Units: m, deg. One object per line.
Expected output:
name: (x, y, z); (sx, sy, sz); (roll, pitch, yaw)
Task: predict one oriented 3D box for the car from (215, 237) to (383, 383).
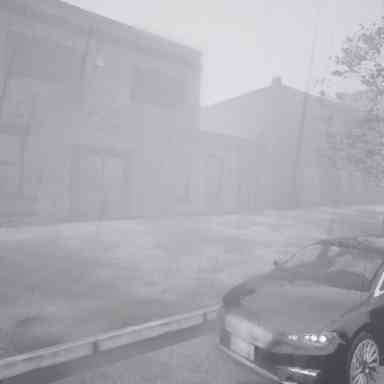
car: (2.566, 1.521, 5.208); (4.902, 1.511, 2.128); (0, 0, -35)
